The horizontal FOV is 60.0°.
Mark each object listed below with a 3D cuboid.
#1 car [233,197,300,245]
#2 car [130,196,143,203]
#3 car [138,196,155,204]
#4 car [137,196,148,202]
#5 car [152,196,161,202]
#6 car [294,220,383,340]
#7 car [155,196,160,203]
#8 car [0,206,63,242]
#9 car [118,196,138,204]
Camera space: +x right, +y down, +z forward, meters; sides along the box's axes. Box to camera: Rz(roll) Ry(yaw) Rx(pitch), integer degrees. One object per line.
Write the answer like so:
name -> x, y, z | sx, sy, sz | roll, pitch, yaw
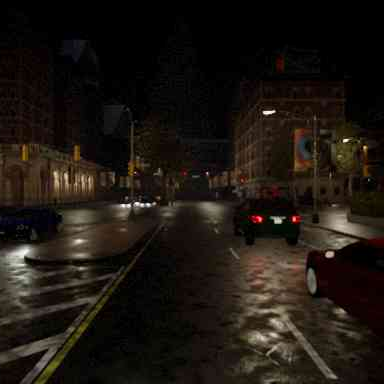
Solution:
car -> 3.367, 1.267, 15.863 | 2.150, 2.045, 5.566 | 0, 0, -1
car -> -12.668, 1.744, 75.961 | 2.128, 1.511, 4.902 | 0, 0, -1
car -> -9.039, 1.755, 66.397 | 1.994, 1.385, 4.181 | 0, 0, 0
car -> -12.824, 1.772, 86.036 | 2.128, 1.511, 4.902 | 0, 0, -1
car -> -9.338, 1.727, 86.920 | 1.882, 1.535, 5.008 | 0, 0, -1
car -> 3.526, 1.494, 5.584 | 1.882, 1.535, 5.008 | 0, 0, -1
car -> -9.177, 1.720, 76.580 | 1.837, 1.490, 4.892 | 0, 0, -1
car -> -8.280, 1.527, 16.994 | 1.882, 1.535, 5.008 | 0, 0, 0
car -> -12.533, 1.681, 65.970 | 2.128, 1.511, 4.902 | 0, 0, 0
